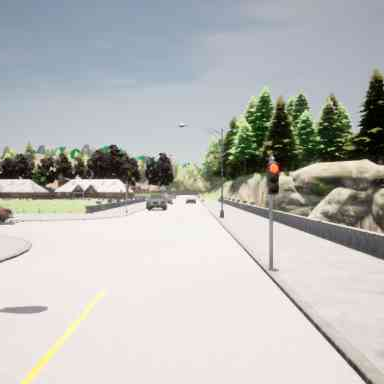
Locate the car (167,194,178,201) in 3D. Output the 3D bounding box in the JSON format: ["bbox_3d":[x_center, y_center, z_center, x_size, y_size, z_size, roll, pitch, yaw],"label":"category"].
[{"bbox_3d":[-4.209,1.242,73.475,2.033,1.411,5.357,0,0,0],"label":"car"}]

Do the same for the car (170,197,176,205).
[{"bbox_3d":[-4.246,1.525,57.244,1.812,1.442,4.674,0,0,0],"label":"car"}]

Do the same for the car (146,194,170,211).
[{"bbox_3d":[-4.207,1.220,40.654,2.150,2.045,5.566,0,0,0],"label":"car"}]

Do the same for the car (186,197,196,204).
[{"bbox_3d":[-0.180,1.600,63.408,1.895,1.301,4.718,0,0,0],"label":"car"}]

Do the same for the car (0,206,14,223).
[{"bbox_3d":[-15.080,1.525,23.415,4.674,1.442,1.812,0,0,-1],"label":"car"}]
